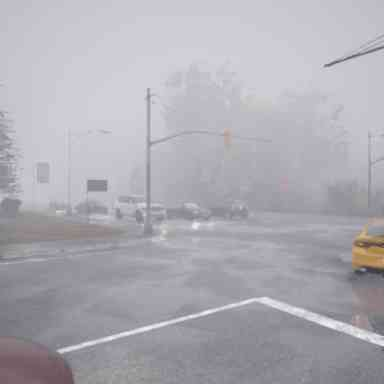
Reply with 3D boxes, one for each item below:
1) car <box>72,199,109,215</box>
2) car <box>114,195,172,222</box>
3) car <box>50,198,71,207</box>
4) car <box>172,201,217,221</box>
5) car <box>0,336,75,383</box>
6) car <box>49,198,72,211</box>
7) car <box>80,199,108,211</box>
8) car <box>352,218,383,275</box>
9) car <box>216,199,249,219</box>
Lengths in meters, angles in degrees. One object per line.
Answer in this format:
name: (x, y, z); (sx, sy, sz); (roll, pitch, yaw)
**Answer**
car: (-10.406, 1.619, 34.433); (1.895, 1.301, 4.718); (0, 0, -39)
car: (-4.298, 1.241, 26.818); (2.150, 2.045, 5.566); (0, 0, -39)
car: (-21.259, 1.623, 53.665); (1.895, 1.301, 4.718); (0, 0, -38)
car: (-0.416, 1.551, 27.553); (1.812, 1.442, 4.674); (0, 0, -39)
car: (-2.974, 1.524, 1.611); (4.674, 1.442, 1.812); (0, 0, -36)
car: (-16.727, 1.543, 42.331); (1.812, 1.442, 4.674); (0, 0, -39)
car: (-12.686, 1.587, 42.872); (1.994, 1.385, 4.181); (0, 0, -39)
car: (6.158, 1.494, 9.824); (1.882, 1.535, 5.008); (0, 0, 37)
car: (2.795, 1.383, 29.456); (2.097, 1.767, 4.553); (0, 0, -38)
